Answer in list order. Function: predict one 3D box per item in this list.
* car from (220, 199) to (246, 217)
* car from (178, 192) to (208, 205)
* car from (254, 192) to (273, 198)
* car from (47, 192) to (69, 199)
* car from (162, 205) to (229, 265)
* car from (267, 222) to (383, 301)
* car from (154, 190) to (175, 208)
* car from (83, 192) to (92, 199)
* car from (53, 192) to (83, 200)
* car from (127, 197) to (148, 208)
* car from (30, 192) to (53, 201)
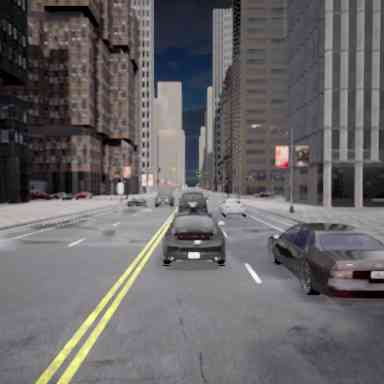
[{"bbox_3d":[3.343,1.284,27.917,1.812,1.442,4.674,0,1,0],"label":"car"},{"bbox_3d":[0.082,1.000,25.954,2.150,2.045,5.566,0,1,0],"label":"car"},{"bbox_3d":[16.723,0.614,78.061,4.097,1.590,1.967,0,1,0],"label":"car"},{"bbox_3d":[-30.115,0.767,74.956,4.097,1.590,1.967,0,2,0],"label":"car"},{"bbox_3d":[0.075,1.410,11.227,1.837,1.490,4.892,0,0,0],"label":"car"},{"bbox_3d":[3.303,1.478,8.354,2.033,1.411,5.357,0,1,1],"label":"car"},{"bbox_3d":[-3.321,0.858,40.978,2.150,2.045,5.566,0,0,0],"label":"car"},{"bbox_3d":[-24.690,0.748,74.956,4.097,1.590,1.967,0,2,0],"label":"car"},{"bbox_3d":[-24.692,1.081,66.437,4.313,1.339,1.947,0,2,0],"label":"car"},{"bbox_3d":[-6.574,1.244,40.066,1.895,1.301,4.718,0,1,0],"label":"car"},{"bbox_3d":[-30.118,0.849,66.430,5.009,1.841,2.192,0,2,0],"label":"car"}]
